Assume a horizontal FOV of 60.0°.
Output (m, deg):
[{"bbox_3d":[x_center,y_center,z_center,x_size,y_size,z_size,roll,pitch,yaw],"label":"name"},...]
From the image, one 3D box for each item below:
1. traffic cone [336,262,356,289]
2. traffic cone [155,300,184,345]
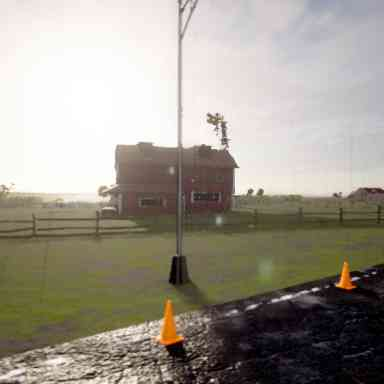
[{"bbox_3d":[3.722,1.994,8.037,0.340,0.580,0.340,0,0,-36],"label":"traffic cone"},{"bbox_3d":[-0.346,1.968,5.130,0.340,0.580,0.340,0,0,-36],"label":"traffic cone"}]
